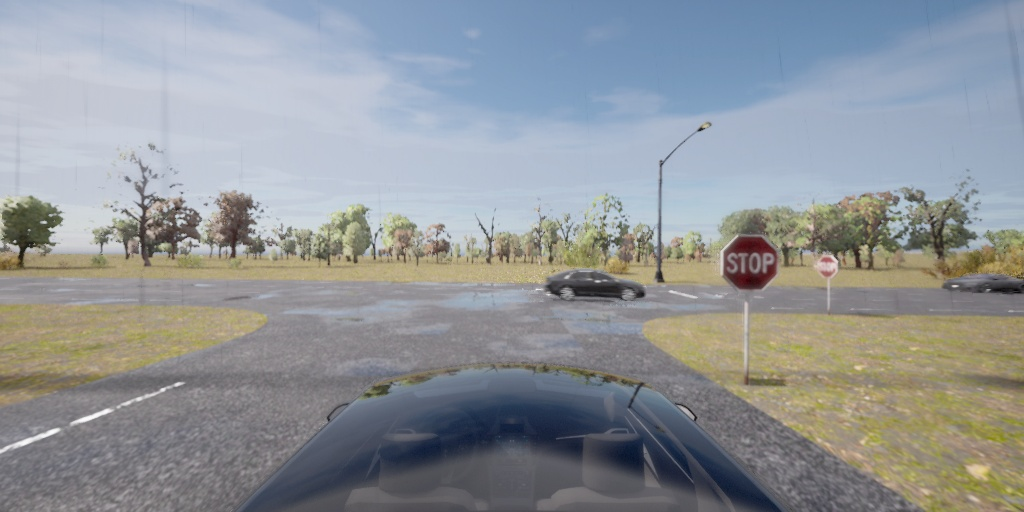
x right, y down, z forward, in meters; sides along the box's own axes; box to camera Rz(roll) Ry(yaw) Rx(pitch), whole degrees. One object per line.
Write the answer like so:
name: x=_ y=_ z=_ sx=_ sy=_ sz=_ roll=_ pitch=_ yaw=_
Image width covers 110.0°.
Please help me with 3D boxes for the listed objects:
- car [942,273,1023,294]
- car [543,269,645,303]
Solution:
car: x=32.285 y=1.886 z=24.482 sx=4.181 sy=1.385 sz=1.994 roll=0 pitch=0 yaw=0
car: x=3.992 y=1.414 z=17.675 sx=4.892 sy=1.490 sz=1.837 roll=1 pitch=0 yaw=0
